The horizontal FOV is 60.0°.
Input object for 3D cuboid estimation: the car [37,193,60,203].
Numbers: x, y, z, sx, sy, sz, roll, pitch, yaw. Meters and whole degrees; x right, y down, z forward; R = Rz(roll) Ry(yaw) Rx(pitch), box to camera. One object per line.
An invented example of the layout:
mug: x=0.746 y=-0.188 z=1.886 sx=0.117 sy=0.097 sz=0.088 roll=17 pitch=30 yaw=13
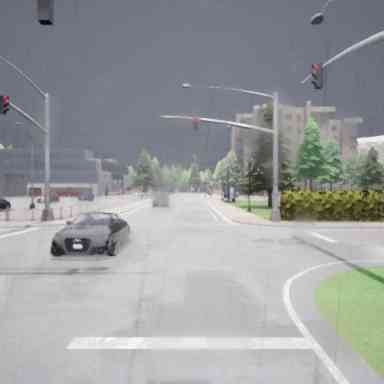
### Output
car: x=-20.502 y=0.816 z=47.563 sx=1.970 sy=1.475 sz=3.806 roll=0 pitch=1 yaw=0

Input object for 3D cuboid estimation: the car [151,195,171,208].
car: x=-3.494 y=1.106 z=38.294 sx=1.837 sy=1.490 sz=4.892 roll=0 pitch=2 yaw=0

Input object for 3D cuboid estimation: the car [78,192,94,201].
car: x=-17.448 y=0.718 z=54.953 sx=1.845 sy=1.501 sz=3.633 roll=0 pitch=1 yaw=0

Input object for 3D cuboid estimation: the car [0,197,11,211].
car: x=-17.699 y=0.993 z=28.921 sx=2.007 sy=1.523 sz=4.514 roll=0 pitch=1 yaw=0

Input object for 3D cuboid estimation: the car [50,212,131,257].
car: x=-3.498 y=1.441 z=12.151 sx=1.994 sy=1.385 sz=4.181 roll=0 pitch=1 yaw=0
